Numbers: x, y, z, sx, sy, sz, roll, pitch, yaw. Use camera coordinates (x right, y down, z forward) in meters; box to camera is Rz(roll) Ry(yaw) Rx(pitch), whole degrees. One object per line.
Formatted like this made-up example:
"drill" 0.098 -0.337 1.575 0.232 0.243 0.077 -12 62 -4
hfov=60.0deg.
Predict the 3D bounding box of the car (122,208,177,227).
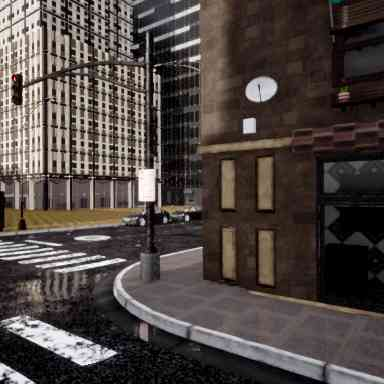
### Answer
"car" -3.500 1.894 25.909 2.008 1.369 4.403 -2 -2 35

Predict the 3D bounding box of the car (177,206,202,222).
"car" -0.296 1.975 30.465 2.008 1.369 4.403 -2 -2 35
